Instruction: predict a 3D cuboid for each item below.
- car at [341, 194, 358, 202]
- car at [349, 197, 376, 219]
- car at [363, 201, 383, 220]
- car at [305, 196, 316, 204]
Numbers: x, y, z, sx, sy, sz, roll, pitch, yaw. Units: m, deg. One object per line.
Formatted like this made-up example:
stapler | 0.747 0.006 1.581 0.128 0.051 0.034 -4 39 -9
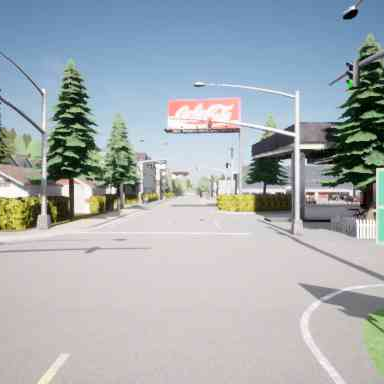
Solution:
car | 34.842 1.489 71.841 2.007 1.523 4.514 0 0 0
car | 14.346 1.505 24.964 3.866 1.878 1.905 0 0 0
car | 18.668 1.672 30.638 4.611 1.667 2.242 0 0 0
car | 22.445 1.552 64.038 1.970 1.475 3.806 0 0 0
